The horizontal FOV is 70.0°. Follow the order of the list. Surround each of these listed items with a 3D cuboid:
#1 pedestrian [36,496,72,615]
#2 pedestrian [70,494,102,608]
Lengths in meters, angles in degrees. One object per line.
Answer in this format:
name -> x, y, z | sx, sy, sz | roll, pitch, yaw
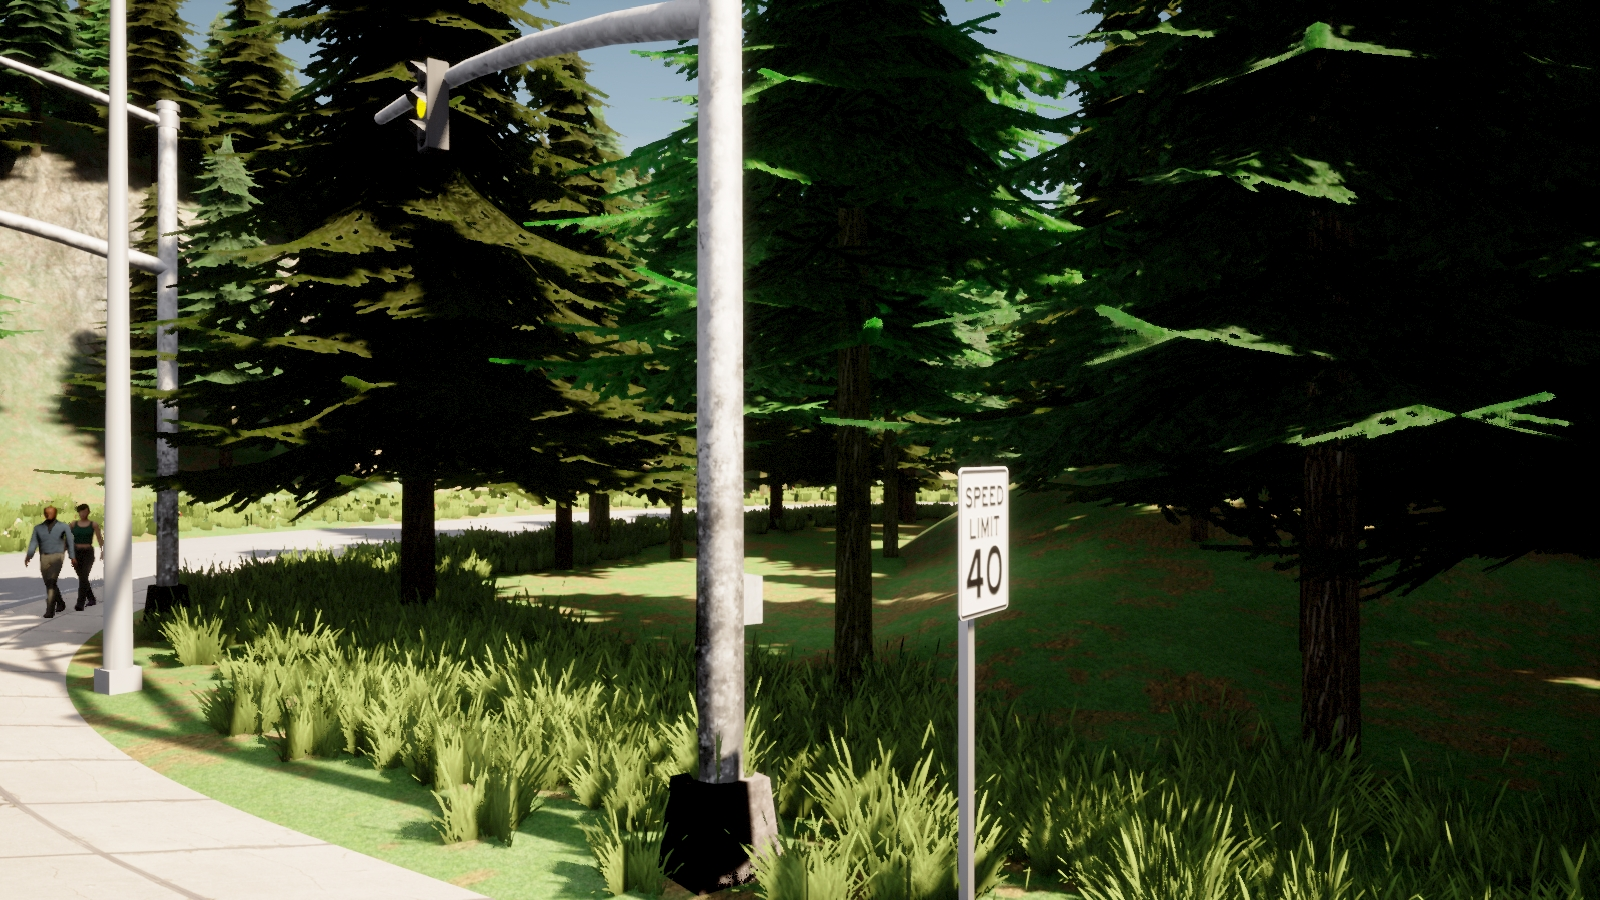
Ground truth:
pedestrian -> -11.882, 1.668, 18.199 | 0.375, 1.860, 0.375 | 0, 0, -15
pedestrian -> -11.878, 1.668, 19.006 | 0.375, 1.860, 0.375 | 0, 0, -18
